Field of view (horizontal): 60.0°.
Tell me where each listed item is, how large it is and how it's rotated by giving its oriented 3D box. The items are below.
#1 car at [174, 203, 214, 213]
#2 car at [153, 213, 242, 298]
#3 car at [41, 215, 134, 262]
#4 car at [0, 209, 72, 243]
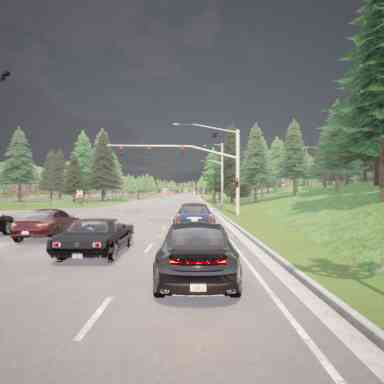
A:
[{"bbox_3d":[0.118,1.352,17.606,2.097,1.767,4.553,0,0,0],"label":"car"},{"bbox_3d":[0.109,1.505,8.512,1.837,1.490,4.892,0,0,0],"label":"car"},{"bbox_3d":[-3.387,1.601,12.083,1.895,1.301,4.718,0,0,0],"label":"car"},{"bbox_3d":[-6.883,1.526,16.008,1.812,1.442,4.674,0,0,0],"label":"car"}]
